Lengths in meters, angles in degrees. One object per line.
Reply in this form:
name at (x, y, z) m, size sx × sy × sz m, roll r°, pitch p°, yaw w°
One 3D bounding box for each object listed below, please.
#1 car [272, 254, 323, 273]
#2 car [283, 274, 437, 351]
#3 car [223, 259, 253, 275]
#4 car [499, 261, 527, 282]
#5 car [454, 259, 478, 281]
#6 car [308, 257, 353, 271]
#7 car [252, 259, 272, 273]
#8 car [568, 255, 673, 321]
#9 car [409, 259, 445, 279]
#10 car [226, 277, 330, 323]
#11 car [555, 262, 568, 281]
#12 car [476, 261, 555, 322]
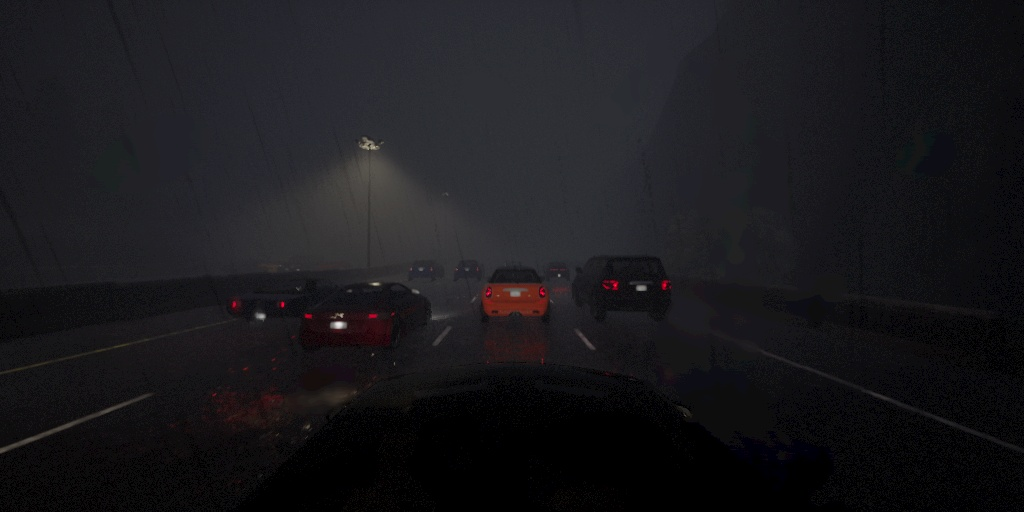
car at (-21.092, 0.866, 36.323) m, size 2.150 × 2.045 × 5.566 m, roll 0°, pitch 1°, yaw 0°
car at (-3.400, 1.328, 9.041) m, size 1.994 × 1.385 × 4.181 m, roll 0°, pitch 0°, yaw 0°
car at (-28.085, 1.106, 38.089) m, size 1.882 × 1.535 × 5.008 m, roll 0°, pitch 1°, yaw 0°
car at (0.098, 1.191, 29.588) m, size 2.128 × 1.511 × 4.902 m, roll 0°, pitch 0°, yaw 0°
car at (-3.402, 1.053, 29.316) m, size 2.097 × 1.767 × 4.553 m, roll 0°, pitch 0°, yaw 0°
car at (-17.594, 1.130, 35.540) m, size 1.882 × 1.535 × 5.008 m, roll 0°, pitch 0°, yaw 0°
car at (-24.588, 1.105, 38.114) m, size 1.882 × 1.535 × 5.008 m, roll 0°, pitch 1°, yaw 0°
car at (3.600, 0.986, 12.655) m, size 2.150 × 2.045 × 5.566 m, roll 0°, pitch 0°, yaw 0°
car at (-6.902, 1.053, 29.333) m, size 2.097 × 1.767 × 4.553 m, roll 0°, pitch 0°, yaw 0°
car at (-6.900, 1.366, 12.083) m, size 1.895 × 1.301 × 4.718 m, roll 0°, pitch 0°, yaw 0°
car at (3.598, 1.204, 29.724) m, size 1.837 × 1.490 × 4.892 m, roll 0°, pitch 0°, yaw 0°
car at (0.101, 1.116, 12.516) m, size 2.097 × 1.767 × 4.553 m, roll 0°, pitch 0°, yaw 0°
